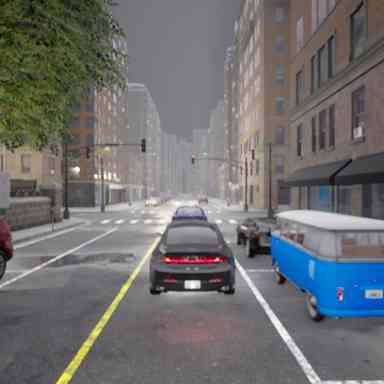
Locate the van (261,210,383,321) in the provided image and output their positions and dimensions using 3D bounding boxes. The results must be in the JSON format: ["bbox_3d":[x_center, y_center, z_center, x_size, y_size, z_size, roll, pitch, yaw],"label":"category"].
[{"bbox_3d":[2.802,1.343,6.990,1.690,1.788,3.998,0,0,0],"label":"van"}]

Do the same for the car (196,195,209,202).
[{"bbox_3d":[2.298,1.439,67.025,1.967,1.590,4.097,0,0,0],"label":"car"}]

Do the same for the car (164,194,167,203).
[{"bbox_3d":[-6.180,1.541,61.467,1.887,1.381,4.507,0,0,0],"label":"car"}]

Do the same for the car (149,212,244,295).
[{"bbox_3d":[0.001,1.507,8.730,1.837,1.490,4.892,0,0,0],"label":"car"}]

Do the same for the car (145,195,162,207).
[{"bbox_3d":[-6.087,1.520,50.395,1.752,1.417,4.829,0,0,0],"label":"car"}]

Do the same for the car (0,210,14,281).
[{"bbox_3d":[-5.722,1.317,6.878,2.192,1.841,5.009,0,0,0],"label":"car"}]

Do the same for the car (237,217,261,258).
[{"bbox_3d":[2.755,1.569,12.650,1.947,1.339,4.313,0,0,0],"label":"car"}]

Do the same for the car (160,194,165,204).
[{"bbox_3d":[-6.134,1.546,56.015,2.008,1.369,4.403,0,0,0],"label":"car"}]

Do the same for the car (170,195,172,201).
[{"bbox_3d":[-6.317,1.557,77.818,2.008,1.369,4.403,0,0,0],"label":"car"}]

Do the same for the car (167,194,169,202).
[{"bbox_3d":[-6.226,1.544,66.917,1.887,1.381,4.507,0,0,0],"label":"car"}]

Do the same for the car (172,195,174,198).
[{"bbox_3d":[-6.364,1.326,83.269,2.192,1.841,5.009,0,0,0],"label":"car"}]

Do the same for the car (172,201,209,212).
[{"bbox_3d":[-0.116,1.480,18.225,1.882,1.535,5.008,0,0,0],"label":"car"}]
